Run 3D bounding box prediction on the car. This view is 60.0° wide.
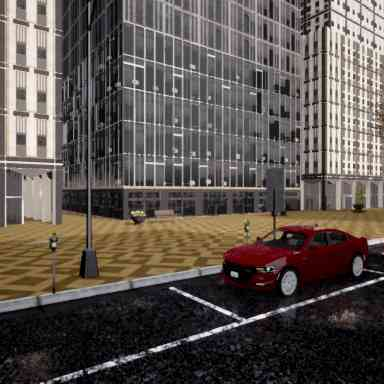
[{"bbox_3d":[2.751,1.545,8.528,4.507,1.381,1.887,0,0,-36],"label":"car"}]
